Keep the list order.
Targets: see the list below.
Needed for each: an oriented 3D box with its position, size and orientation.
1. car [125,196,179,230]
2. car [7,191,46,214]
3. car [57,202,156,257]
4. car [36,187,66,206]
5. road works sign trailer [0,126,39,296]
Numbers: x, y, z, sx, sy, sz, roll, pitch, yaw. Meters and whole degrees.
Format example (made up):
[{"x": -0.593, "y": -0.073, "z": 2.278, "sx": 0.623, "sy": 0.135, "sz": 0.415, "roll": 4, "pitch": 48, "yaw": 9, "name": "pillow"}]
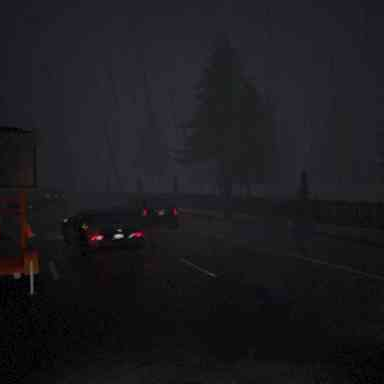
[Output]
[{"x": -2.523, "y": 0.979, "z": 17.261, "sx": 2.097, "sy": 1.767, "sz": 4.553, "roll": -1, "pitch": 1, "yaw": -31, "name": "car"}, {"x": -13.853, "y": 0.933, "z": 27.389, "sx": 1.812, "sy": 1.442, "sz": 4.674, "roll": -1, "pitch": 1, "yaw": -38, "name": "car"}, {"x": -3.359, "y": 1.289, "z": 11.882, "sx": 2.033, "sy": 1.411, "sz": 5.357, "roll": -1, "pitch": 1, "yaw": -29, "name": "car"}, {"x": -14.720, "y": 0.491, "z": 33.838, "sx": 2.150, "sy": 2.045, "sz": 5.566, "roll": -1, "pitch": 2, "yaw": -41, "name": "car"}, {"x": -4.832, "y": 0.300, "z": 7.478, "sx": 2.380, "sy": 3.560, "sz": 2.880, "roll": -1, "pitch": 1, "yaw": -30, "name": "road works sign trailer"}]
